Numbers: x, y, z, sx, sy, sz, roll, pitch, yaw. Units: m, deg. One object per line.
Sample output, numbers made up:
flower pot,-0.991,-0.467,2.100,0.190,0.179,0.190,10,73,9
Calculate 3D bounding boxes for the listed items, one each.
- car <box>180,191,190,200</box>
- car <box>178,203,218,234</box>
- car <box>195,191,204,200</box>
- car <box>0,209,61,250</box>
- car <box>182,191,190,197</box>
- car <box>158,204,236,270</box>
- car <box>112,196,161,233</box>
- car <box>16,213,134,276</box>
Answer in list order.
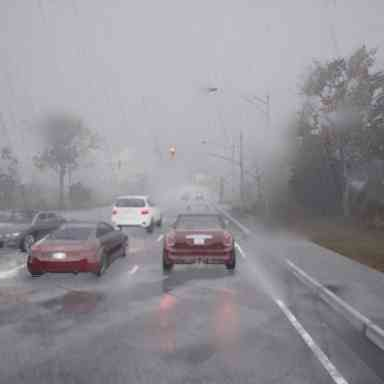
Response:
car,-1.760,1.117,78.948,1.994,1.385,4.181,0,3,1
car,0.384,1.510,20.362,2.128,1.511,4.902,0,0,1
car,1.739,1.090,78.858,1.812,1.442,4.674,0,3,1
car,-6.928,1.502,13.915,2.128,1.511,4.902,0,0,1
car,-1.507,0.437,88.947,2.033,1.411,5.357,0,3,1
car,0.223,1.363,11.240,2.097,1.767,4.553,0,0,1
car,-3.154,1.239,19.940,2.150,2.045,5.566,0,0,3
car,-3.294,1.572,10.364,1.994,1.385,4.181,0,0,1
